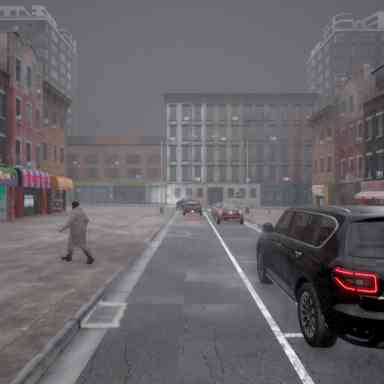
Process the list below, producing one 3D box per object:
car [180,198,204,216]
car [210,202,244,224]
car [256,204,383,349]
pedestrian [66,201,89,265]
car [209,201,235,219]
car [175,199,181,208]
[{"bbox_3d":[0.072,1.529,33.189,1.837,1.490,4.892,0,0,0],"label":"car"},{"bbox_3d":[2.634,1.456,24.581,1.967,1.590,4.097,0,0,0],"label":"car"},{"bbox_3d":[2.747,1.227,6.427,2.150,2.045,5.566,0,0,0],"label":"car"},{"bbox_3d":[-3.327,1.146,9.688,0.375,1.860,0.375,0,-1,0],"label":"pedestrian"},{"bbox_3d":[2.630,1.572,30.084,2.008,1.369,4.403,0,0,0],"label":"car"},{"bbox_3d":[-0.879,1.527,44.354,2.128,1.511,4.902,1,0,-14],"label":"car"}]
